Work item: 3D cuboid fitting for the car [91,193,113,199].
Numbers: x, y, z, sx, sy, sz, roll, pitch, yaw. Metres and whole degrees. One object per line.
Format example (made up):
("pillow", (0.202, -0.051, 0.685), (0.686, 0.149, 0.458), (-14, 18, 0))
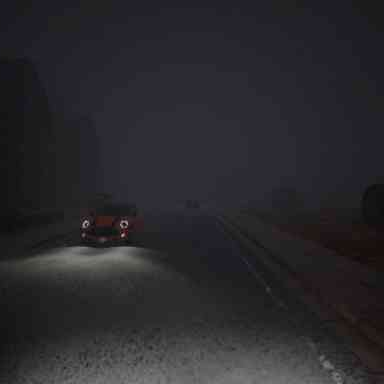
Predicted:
("car", (-7.693, 1.064, 29.543), (1.905, 1.878, 3.866), (8, -3, -42))

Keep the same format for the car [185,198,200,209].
("car", (0.058, 1.446, 42.695), (1.994, 1.385, 4.181), (0, 0, 0))

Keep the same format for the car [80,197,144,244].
("car", (-3.547, 1.309, 15.498), (2.097, 1.767, 4.553), (0, 0, 0))
